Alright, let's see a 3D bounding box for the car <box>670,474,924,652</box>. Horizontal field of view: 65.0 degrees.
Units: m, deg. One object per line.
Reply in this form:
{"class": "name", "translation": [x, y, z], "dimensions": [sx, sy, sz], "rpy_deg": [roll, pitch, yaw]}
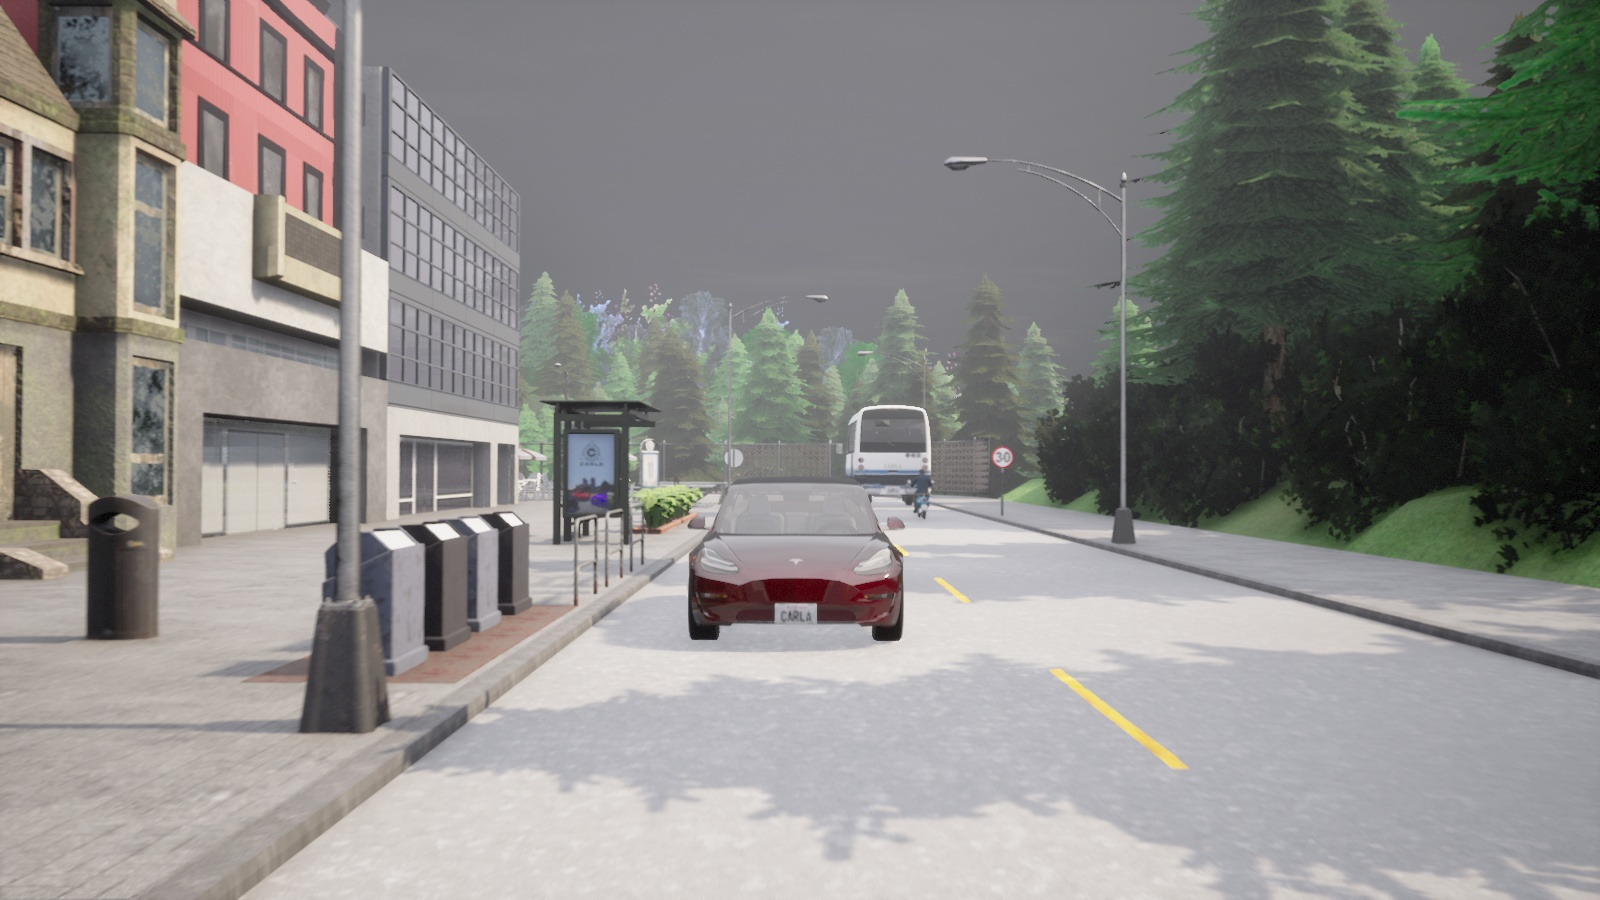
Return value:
{"class": "car", "translation": [-0.032, 1.013, 13.112], "dimensions": [2.163, 1.488, 4.792], "rpy_deg": [0, -1, 0]}

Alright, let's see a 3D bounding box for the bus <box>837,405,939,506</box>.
{"class": "bus", "translation": [3.855, 0.308, 57.870], "dimensions": [3.944, 4.253, 10.273], "rpy_deg": [0, -1, 0]}

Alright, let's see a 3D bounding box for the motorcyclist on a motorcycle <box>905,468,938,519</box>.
{"class": "motorcyclist on a motorcycle", "translation": [3.903, 1.369, 40.362], "dimensions": [0.866, 1.590, 1.817], "rpy_deg": [0, -1, 0]}
